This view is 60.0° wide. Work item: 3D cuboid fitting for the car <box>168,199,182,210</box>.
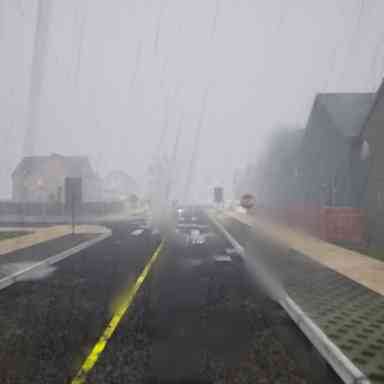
[{"bbox_3d":[-2.743,1.897,54.646,2.097,1.767,4.553,0,-1,0],"label":"car"}]
